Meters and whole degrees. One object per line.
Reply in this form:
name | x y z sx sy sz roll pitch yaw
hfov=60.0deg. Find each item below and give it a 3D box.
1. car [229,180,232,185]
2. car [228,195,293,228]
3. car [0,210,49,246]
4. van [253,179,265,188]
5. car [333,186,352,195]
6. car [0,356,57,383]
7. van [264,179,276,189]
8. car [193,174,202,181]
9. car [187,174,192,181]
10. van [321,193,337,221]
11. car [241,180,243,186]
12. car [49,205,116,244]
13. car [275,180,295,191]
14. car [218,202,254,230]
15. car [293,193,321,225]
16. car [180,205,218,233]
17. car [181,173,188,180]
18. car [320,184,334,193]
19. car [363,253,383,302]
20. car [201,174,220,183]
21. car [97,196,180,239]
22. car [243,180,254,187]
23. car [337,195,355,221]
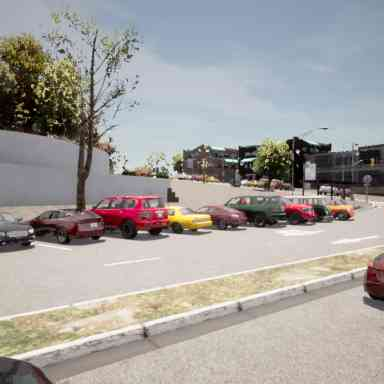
car | 10.418 -2.314 78.598 2.002 1.452 4.674 7 3 35
car | 3.604 1.263 22.774 5.566 2.045 2.435 -1 -1 35
car | -8.615 1.493 14.070 4.892 1.521 2.231 -1 -1 35
van | 15.566 -1.761 71.084 1.878 1.987 4.442 7 4 35
car | 25.956 0.139 56.392 2.002 1.452 4.674 7 3 35
car | -2.883 1.504 1.076 4.892 1.490 1.837 0 0 -35
van | 17.295 -1.488 68.612 1.878 1.987 4.442 7 4 35
car | 3.461 -3.696 88.367 2.435 2.045 5.566 7 3 34
car | 1.667 -3.847 90.833 2.185 1.767 4.553 6 3 34
van | 8.656 1.298 26.149 4.442 1.987 1.878 -1 -1 35
car | 12.160 -2.041 76.136 2.002 1.452 4.674 7 4 35
car | -6.195 1.524 15.816 4.792 1.488 2.163 -1 -1 35
car | 19.055 -0.990 66.250 2.231 1.521 4.892 7 3 35
car | 1.177 1.549 21.017 4.674 1.452 2.002 -1 -1 35
car | 6.117 1.268 24.479 5.566 2.045 2.435 -1 -1 35
car | -1.430 1.503 19.389 5.366 1.575 1.946 -1 -1 35
car | -0.063 -4.082 93.303 2.185 1.767 4.553 4 1 33
car | 24.265 -0.423 58.864 2.435 2.045 5.566 7 3 35
car | 5.558 1.574 7.103 4.181 1.385 1.994 0 0 -34
car | 5.312 -3.173 86.108 1.946 1.575 5.366 7 3 34
car | -3.750 1.248 17.562 5.566 2.045 2.435 -1 -1 35
car | 13.991 -1.809 73.815 1.946 1.575 5.366 7 3 35
car | 11.065 1.405 27.899 4.553 1.767 2.185 -1 -1 35
